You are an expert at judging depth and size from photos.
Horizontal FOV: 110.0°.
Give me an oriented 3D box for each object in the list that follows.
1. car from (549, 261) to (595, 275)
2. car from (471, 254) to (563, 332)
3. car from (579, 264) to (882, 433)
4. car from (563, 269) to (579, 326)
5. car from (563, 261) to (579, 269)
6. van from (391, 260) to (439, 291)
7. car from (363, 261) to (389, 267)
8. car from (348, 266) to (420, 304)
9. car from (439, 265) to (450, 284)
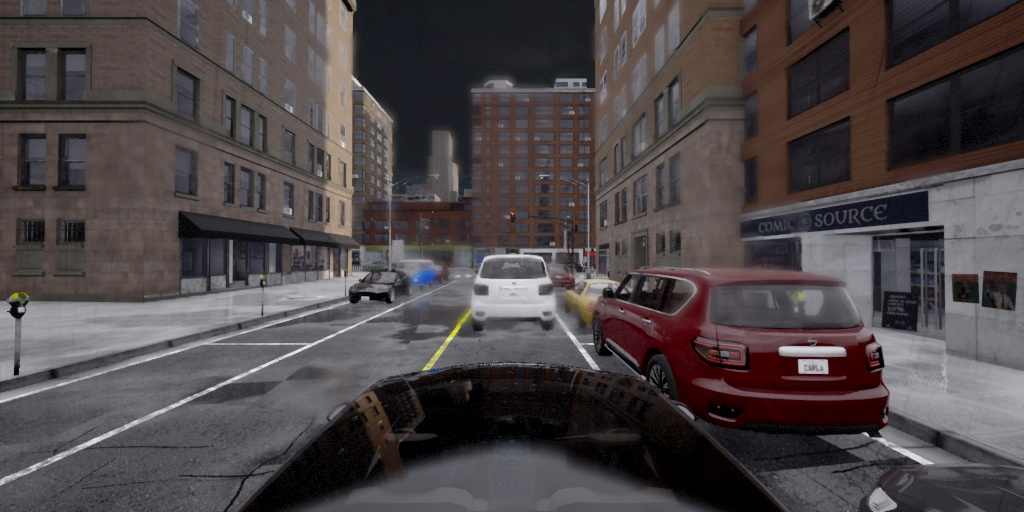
[{"bbox_3d":[6.651,1.311,40.267,4.892,1.490,1.837,0,-1,0],"label":"car"},{"bbox_3d":[0.018,0.980,11.088,2.150,2.045,5.566,0,0,-1],"label":"car"},{"bbox_3d":[2.664,1.067,5.574,2.192,1.841,5.009,0,0,0],"label":"car"},{"bbox_3d":[2.656,1.283,11.227,1.751,1.417,4.829,0,0,0],"label":"car"},{"bbox_3d":[2.640,1.212,22.022,1.967,1.591,4.097,0,0,0],"label":"car"},{"bbox_3d":[-5.886,1.113,22.011,1.690,1.789,3.998,0,0,0],"label":"van"},{"bbox_3d":[-14.490,1.207,40.241,4.181,1.385,1.994,0,-1,4],"label":"car"},{"bbox_3d":[-5.878,1.331,16.529,1.948,1.339,4.313,0,0,0],"label":"car"},{"bbox_3d":[-5.894,1.325,27.493,1.888,1.381,4.507,0,0,0],"label":"car"}]
